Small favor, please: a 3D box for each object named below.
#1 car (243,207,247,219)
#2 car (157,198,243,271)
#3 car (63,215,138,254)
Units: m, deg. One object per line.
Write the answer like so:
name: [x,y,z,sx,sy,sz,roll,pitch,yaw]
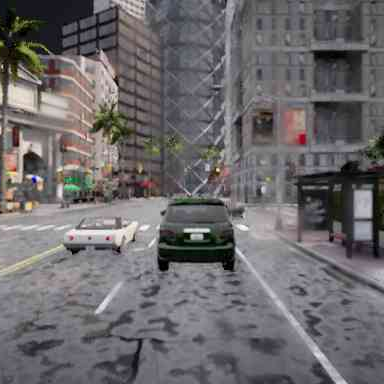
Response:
car: [2.783,1.480,26.486,1.837,1.490,4.892,-2,-1,31]
car: [0.103,1.211,11.025,2.150,2.045,5.566,0,0,0]
car: [-3.396,1.588,13.347,1.895,1.301,4.718,0,0,0]
